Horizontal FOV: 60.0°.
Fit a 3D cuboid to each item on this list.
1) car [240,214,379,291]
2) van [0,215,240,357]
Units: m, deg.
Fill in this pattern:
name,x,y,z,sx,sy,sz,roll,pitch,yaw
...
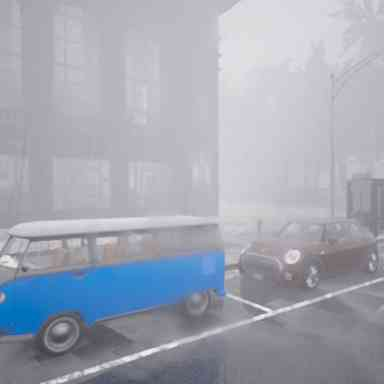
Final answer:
name,x,y,z,sx,sy,sz,roll,pitch,yaw
car,3.156,1.436,8.890,4.097,1.590,1.967,0,0,-35
van,-1.266,1.340,5.745,3.998,1.788,1.690,0,0,-35
